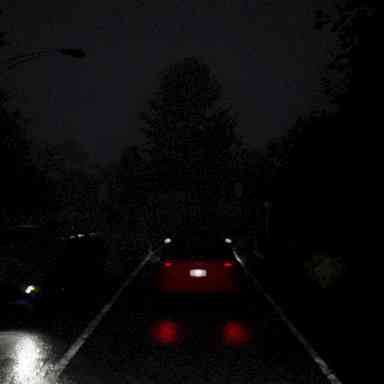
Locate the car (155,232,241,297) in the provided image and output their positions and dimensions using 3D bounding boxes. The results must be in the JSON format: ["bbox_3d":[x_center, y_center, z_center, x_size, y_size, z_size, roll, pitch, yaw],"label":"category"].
[{"bbox_3d":[0.167,1.776,9.141,1.994,1.385,4.181,0,-2,1],"label":"car"}]

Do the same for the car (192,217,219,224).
[{"bbox_3d":[2.363,5.128,60.723,4.718,1.301,1.895,-1,-4,20],"label":"car"}]

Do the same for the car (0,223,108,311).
[{"bbox_3d":[-3.612,1.737,8.511,2.033,1.411,5.357,0,-2,0],"label":"car"}]

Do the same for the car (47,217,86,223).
[{"bbox_3d":[-12.117,3.089,31.158,4.181,1.385,1.994,-4,-5,43],"label":"car"}]

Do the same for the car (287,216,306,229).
[{"bbox_3d":[12.504,3.599,39.845,1.882,1.535,5.008,-1,-4,22],"label":"car"}]

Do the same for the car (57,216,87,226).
[{"bbox_3d":[-18.379,4.475,51.282,1.994,1.385,4.181,-2,-4,24],"label":"car"}]
